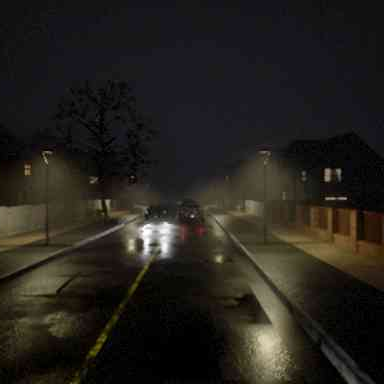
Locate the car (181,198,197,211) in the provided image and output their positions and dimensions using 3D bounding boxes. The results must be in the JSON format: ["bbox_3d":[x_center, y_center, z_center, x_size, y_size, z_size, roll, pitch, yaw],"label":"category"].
[{"bbox_3d":[-0.427,1.621,44.154,1.882,1.535,5.008,0,0,-3],"label":"car"}]

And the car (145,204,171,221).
[{"bbox_3d":[-2.859,1.669,28.462,1.895,1.301,4.718,0,0,0],"label":"car"}]

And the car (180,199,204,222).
[{"bbox_3d":[0.033,1.587,27.083,1.812,1.442,4.674,0,0,0],"label":"car"}]
